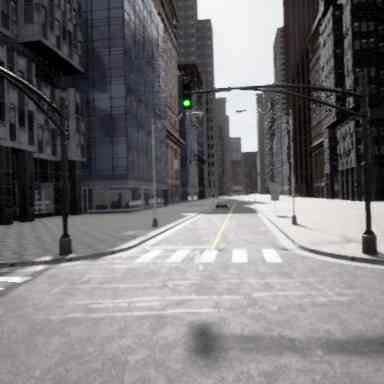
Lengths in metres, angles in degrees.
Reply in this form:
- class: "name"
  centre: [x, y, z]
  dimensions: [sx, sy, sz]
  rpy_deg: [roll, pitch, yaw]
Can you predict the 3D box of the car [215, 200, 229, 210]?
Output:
- class: "car"
  centre: [4.480, 1.897, 49.584]
  dimensions: [1.895, 1.301, 4.718]
  rpy_deg: [-2, 0, 8]
